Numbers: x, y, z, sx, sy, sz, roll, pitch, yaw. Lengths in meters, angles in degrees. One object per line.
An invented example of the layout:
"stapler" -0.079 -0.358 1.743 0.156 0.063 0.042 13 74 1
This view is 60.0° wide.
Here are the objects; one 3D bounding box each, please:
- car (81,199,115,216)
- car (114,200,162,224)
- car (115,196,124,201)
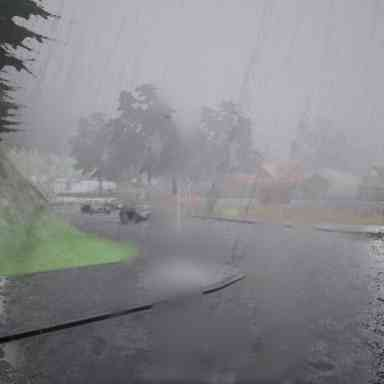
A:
"car" -9.756 1.592 33.626 1.994 1.385 4.181 0 0 -35
"car" -3.993 1.592 25.528 1.994 1.385 4.181 0 0 -35
"car" -9.017 1.586 39.780 2.033 1.411 5.357 0 0 -34
